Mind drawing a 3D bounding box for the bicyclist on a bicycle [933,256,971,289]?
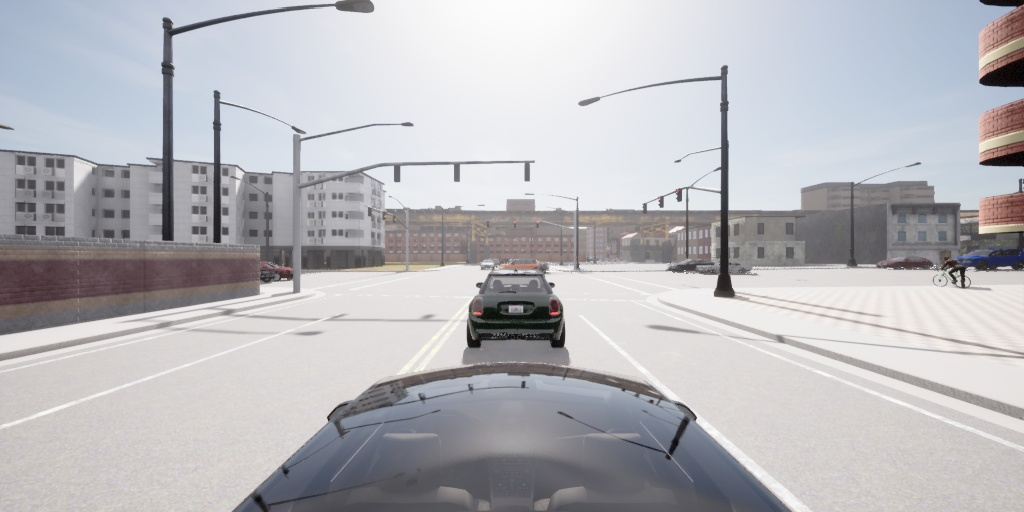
[{"bbox_3d":[22.671,0.844,18.521,0.582,1.620,1.656,-1,0,1],"label":"bicyclist on a bicycle"}]

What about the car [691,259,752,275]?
[{"bbox_3d":[20.580,1.177,35.057,4.718,1.301,1.895,-1,0,1],"label":"car"}]

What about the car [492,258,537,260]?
[{"bbox_3d":[0.647,1.066,35.758,4.553,1.767,2.097,0,0,4],"label":"car"}]

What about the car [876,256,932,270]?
[{"bbox_3d":[41.665,0.748,38.094,4.674,1.442,1.812,-1,0,1],"label":"car"}]

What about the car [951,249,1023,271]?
[{"bbox_3d":[45.793,0.372,34.484,5.566,2.045,2.150,-1,0,2],"label":"car"}]

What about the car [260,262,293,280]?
[{"bbox_3d":[-20.271,1.228,29.325,5.008,1.535,1.882,0,0,1],"label":"car"}]

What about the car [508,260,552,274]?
[{"bbox_3d":[2.043,1.231,41.562,4.892,1.490,1.837,-1,2,37],"label":"car"}]

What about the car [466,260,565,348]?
[{"bbox_3d":[0.091,1.102,9.431,2.097,1.767,4.553,0,0,0],"label":"car"}]

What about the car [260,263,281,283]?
[{"bbox_3d":[-19.820,1.351,25.855,4.718,1.301,1.895,0,0,1],"label":"car"}]

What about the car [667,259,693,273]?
[{"bbox_3d":[19.250,1.089,38.588,4.902,1.511,2.128,-1,0,1],"label":"car"}]

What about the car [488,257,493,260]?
[{"bbox_3d":[-3.527,1.276,52.867,1.812,1.442,4.674,0,0,0],"label":"car"}]
